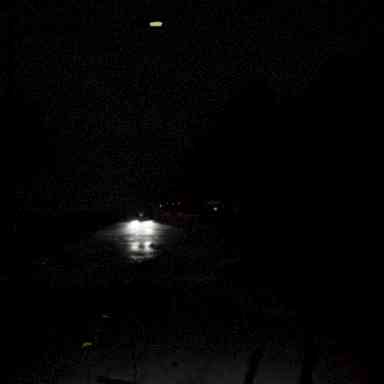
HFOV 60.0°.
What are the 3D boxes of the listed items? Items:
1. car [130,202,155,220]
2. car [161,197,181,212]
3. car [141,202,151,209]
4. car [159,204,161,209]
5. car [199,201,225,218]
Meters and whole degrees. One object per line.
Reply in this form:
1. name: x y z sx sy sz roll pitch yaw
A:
1. car: -4.410 1.676 29.949 2.128 1.511 4.902 0 -1 -5
2. car: -2.758 1.713 45.722 2.150 2.045 5.566 0 -2 -7
3. car: -9.959 2.786 71.239 1.812 1.442 4.674 0 -2 -11
4. car: -4.685 2.410 58.816 2.033 1.411 5.357 0 -2 -10
5. car: 1.870 1.557 31.539 2.163 1.488 4.792 0 -1 -5
